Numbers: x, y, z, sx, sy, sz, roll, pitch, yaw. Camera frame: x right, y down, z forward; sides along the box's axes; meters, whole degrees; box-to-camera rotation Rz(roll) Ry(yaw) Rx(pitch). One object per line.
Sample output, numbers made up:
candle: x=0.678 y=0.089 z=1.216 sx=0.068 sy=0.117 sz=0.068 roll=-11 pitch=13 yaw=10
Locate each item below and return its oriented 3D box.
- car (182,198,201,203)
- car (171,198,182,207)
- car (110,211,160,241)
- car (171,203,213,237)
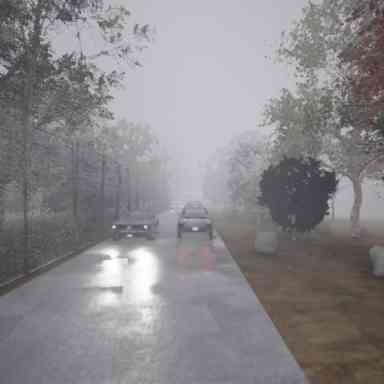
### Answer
car: x=0.272 y=1.682 z=36.859 sx=2.097 sy=1.767 sz=4.553 roll=0 pitch=-1 yaw=0
car: x=-2.438 y=2.062 z=58.550 sx=2.150 sy=2.045 sz=5.566 roll=0 pitch=-2 yaw=1
car: x=-2.797 y=1.669 z=17.140 sx=1.895 sy=1.301 sz=4.718 roll=0 pitch=0 yaw=0
car: x=0.161 y=1.571 z=18.418 sx=2.128 sy=1.511 sz=4.902 roll=0 pitch=0 yaw=0
